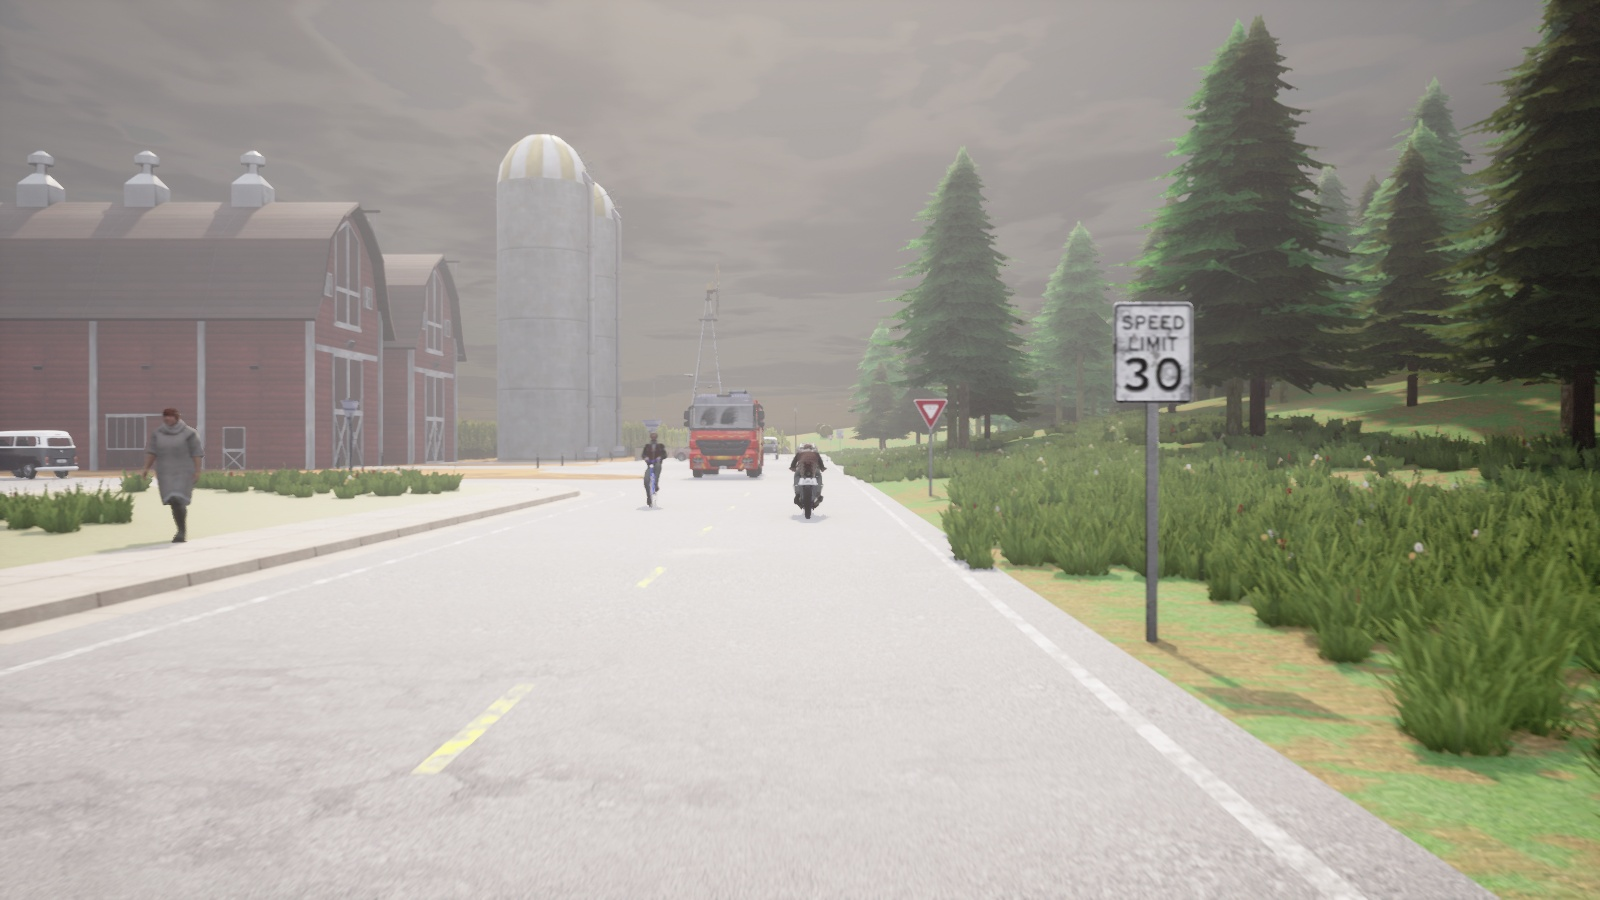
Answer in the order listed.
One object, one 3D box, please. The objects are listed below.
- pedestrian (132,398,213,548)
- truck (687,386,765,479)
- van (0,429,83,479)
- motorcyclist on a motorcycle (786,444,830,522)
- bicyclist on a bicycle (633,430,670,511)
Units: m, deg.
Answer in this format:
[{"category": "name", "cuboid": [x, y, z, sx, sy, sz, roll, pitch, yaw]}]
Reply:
[{"category": "pedestrian", "cuboid": [-8.407, 0.300, 16.850, 0.659, 1.952, 0.873, 0, 0, -2]}, {"category": "truck", "cuboid": [-3.165, -0.734, 55.752, 2.891, 3.827, 8.468, 0, 0, 0]}, {"category": "van", "cuboid": [-32.795, 0.140, 52.939, 4.480, 2.038, 2.069, 0, 0, 20]}, {"category": "motorcyclist on a motorcycle", "cuboid": [0.162, 0.636, 25.753, 0.866, 1.530, 2.191, 0, 0, 0]}, {"category": "bicyclist on a bicycle", "cuboid": [-3.380, 0.452, 28.754, 0.659, 1.776, 1.843, 0, 0, -1]}]
